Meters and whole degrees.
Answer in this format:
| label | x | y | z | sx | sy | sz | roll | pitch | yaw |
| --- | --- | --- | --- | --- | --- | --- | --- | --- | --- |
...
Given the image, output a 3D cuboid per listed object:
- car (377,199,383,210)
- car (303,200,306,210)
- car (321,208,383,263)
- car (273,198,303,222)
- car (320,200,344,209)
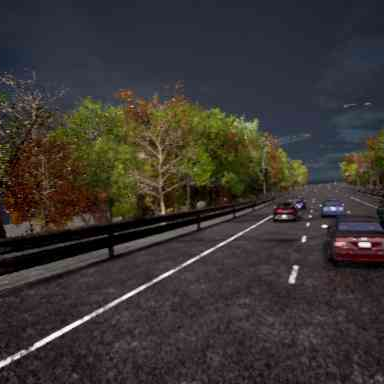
| label | x | y | z | sx | sy | sz | roll | pitch | yaw |
| --- | --- | --- | --- | --- | --- | --- | --- | --- | --- |
| car | 12.315 | 1.015 | 19.364 | 2.150 | 2.045 | 5.566 | -2 | 0 | 21 |
| car | 12.816 | 1.415 | 40.547 | 1.994 | 1.385 | 4.181 | -2 | 0 | 21 |
| car | 5.633 | 1.493 | 11.508 | 2.033 | 1.411 | 5.357 | -2 | -1 | 21 |
| car | 7.652 | 1.526 | 26.821 | 1.837 | 1.490 | 4.892 | -2 | 0 | 21 |
| car | 12.302 | 1.404 | 29.216 | 2.033 | 1.411 | 5.357 | -2 | 0 | 21 |
